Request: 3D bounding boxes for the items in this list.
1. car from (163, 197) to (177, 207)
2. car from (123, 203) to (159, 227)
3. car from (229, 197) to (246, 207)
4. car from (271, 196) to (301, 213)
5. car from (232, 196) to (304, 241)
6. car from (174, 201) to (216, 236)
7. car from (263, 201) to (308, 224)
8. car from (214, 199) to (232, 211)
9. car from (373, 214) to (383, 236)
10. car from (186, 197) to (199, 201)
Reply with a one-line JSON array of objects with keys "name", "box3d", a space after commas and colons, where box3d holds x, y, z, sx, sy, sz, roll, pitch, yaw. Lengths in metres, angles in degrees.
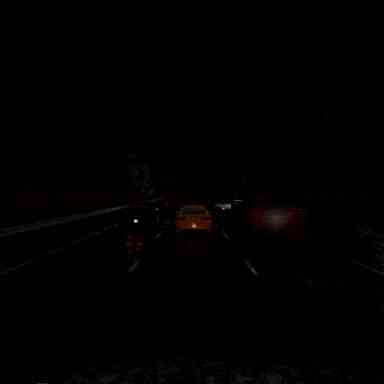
[{"name": "car", "box3d": [-3.336, 1.509, 50.728, 1.837, 1.490, 4.892, 0, 0, 1]}, {"name": "car", "box3d": [-3.402, 1.506, 22.542, 1.837, 1.490, 4.892, 0, 0, 0]}, {"name": "car", "box3d": [7.098, 1.497, 52.318, 2.128, 1.511, 4.902, 0, 0, 0]}, {"name": "car", "box3d": [10.562, 1.355, 37.809, 2.097, 1.767, 4.553, 0, 0, 0]}, {"name": "car", "box3d": [3.599, 1.223, 16.853, 2.150, 2.045, 5.566, 0, 0, 0]}, {"name": "car", "box3d": [0.099, 1.479, 18.563, 1.882, 1.535, 5.008, 0, 0, 0]}, {"name": "car", "box3d": [7.099, 1.494, 25.755, 2.128, 1.511, 4.902, 0, 0, 0]}, {"name": "car", "box3d": [3.598, 1.605, 40.383, 1.895, 1.301, 4.718, 0, 0, 0]}, {"name": "car", "box3d": [10.599, 1.353, 15.715, 2.097, 1.767, 4.553, 0, 0, 0]}, {"name": "car", "box3d": [0.097, 1.510, 52.743, 1.837, 1.490, 4.892, 0, 0, 0]}]
